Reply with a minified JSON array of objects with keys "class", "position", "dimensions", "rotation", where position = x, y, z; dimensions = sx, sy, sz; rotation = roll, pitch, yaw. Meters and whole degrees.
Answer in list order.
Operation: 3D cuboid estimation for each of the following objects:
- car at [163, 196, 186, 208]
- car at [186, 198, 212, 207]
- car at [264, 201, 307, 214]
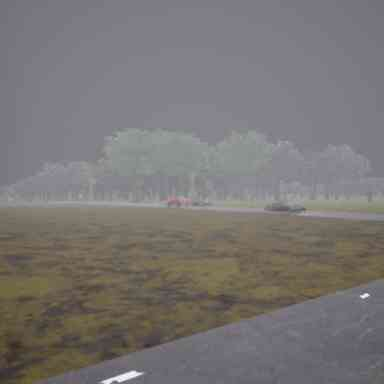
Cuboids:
[{"class":"car","position":[-2.441,1.714,60.104],"dimensions":[2.150,2.045,5.566],"rotation":[-1,0,-35]},{"class":"car","position":[1.629,1.895,59.272],"dimensions":[2.128,1.511,4.902],"rotation":[-1,0,-35]},{"class":"car","position":[11.305,1.868,40.807],"dimensions":[2.033,1.411,5.357],"rotation":[-1,1,-36]}]
